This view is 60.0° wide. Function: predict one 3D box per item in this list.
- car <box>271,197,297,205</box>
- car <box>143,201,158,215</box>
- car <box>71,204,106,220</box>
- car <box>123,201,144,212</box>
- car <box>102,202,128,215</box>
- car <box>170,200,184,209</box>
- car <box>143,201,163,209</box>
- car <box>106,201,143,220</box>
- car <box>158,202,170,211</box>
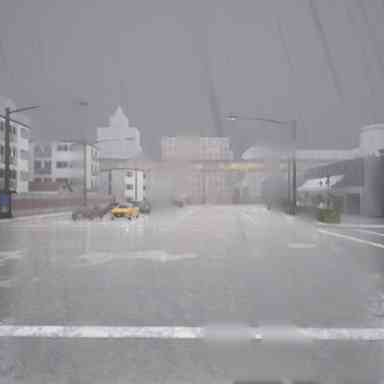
[{"bbox_3d":[19.183,2.162,69.600,5.566,2.045,2.150,0,-1,-19],"label":"car"},{"bbox_3d":[-6.003,1.882,41.589,2.097,1.767,4.553,0,-1,4],"label":"car"},{"bbox_3d":[-10.017,1.922,32.388,1.812,1.442,4.674,0,-1,3],"label":"car"},{"bbox_3d":[-8.822,2.164,50.481,1.837,1.490,4.892,0,-1,6],"label":"car"},{"bbox_3d":[-9.556,2.054,41.477,1.812,1.442,4.674,0,-1,5],"label":"car"},{"bbox_3d":[-2.974,2.323,61.449,1.837,1.490,4.892,0,-1,22],"label":"car"},{"bbox_3d":[-7.055,2.406,60.528,1.895,1.301,4.718,0,-1,18],"label":"car"},{"bbox_3d":[-6.500,1.878,32.619,1.882,1.535,5.008,0,-1,3],"label":"car"},{"bbox_3d":[-5.224,2.275,51.496,1.895,1.301,4.718,0,-1,7],"label":"car"}]
